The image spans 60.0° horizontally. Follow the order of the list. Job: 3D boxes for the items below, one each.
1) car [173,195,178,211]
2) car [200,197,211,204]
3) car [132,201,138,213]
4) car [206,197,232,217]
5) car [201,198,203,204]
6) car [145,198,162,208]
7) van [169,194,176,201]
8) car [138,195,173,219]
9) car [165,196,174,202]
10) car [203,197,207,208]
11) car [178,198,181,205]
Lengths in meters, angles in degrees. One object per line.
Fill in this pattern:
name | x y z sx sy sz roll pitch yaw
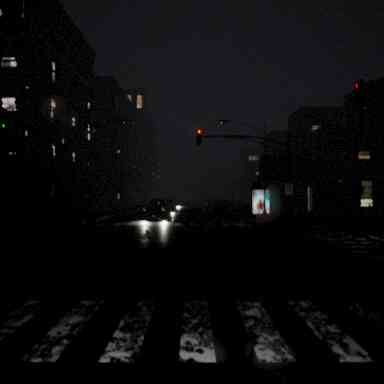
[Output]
car | -3.062 1.528 41.205 1.882 1.535 5.008 0 0 0
car | 2.734 1.651 66.074 2.008 1.369 4.403 -1 0 0
car | -5.668 1.595 37.584 2.008 1.369 4.403 0 0 0
car | 2.707 1.475 31.893 1.967 1.590 4.097 0 0 0
car | 2.721 1.616 48.984 2.008 1.369 4.403 0 0 0
car | -5.659 1.616 48.978 2.008 1.369 4.403 0 0 0
van | -5.628 1.516 94.551 1.690 1.788 3.998 -1 0 0
car | -3.078 1.383 29.147 2.097 1.767 4.553 0 0 0
car | -5.635 1.668 82.987 1.752 1.417 4.829 -1 0 0
car | 2.717 1.637 43.287 1.802 1.307 4.206 0 0 0
car | -3.016 1.685 58.569 1.895 1.301 4.718 0 0 1
